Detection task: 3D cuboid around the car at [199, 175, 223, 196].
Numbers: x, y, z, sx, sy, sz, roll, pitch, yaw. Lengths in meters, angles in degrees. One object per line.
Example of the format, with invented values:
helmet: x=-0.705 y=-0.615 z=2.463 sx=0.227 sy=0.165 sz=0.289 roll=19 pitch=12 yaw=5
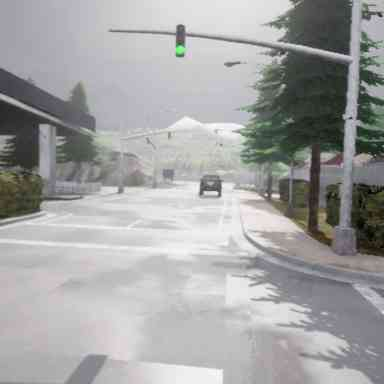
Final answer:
car: x=1.934 y=-0.681 z=33.616 sx=2.150 sy=2.045 sz=5.566 roll=2 pitch=2 yaw=4
